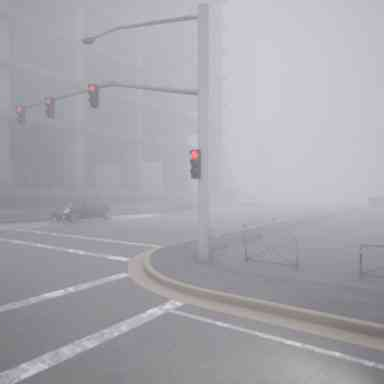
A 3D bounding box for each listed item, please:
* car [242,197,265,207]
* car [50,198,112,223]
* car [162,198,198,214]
[{"bbox_3d":[9.313,1.436,50.436,1.882,1.535,5.008,0,0,36],"label":"car"},{"bbox_3d":[-8.427,1.311,25.463,2.097,1.767,4.553,0,0,36],"label":"car"},{"bbox_3d":[-1.240,1.449,35.614,2.128,1.511,4.902,0,0,35],"label":"car"}]
